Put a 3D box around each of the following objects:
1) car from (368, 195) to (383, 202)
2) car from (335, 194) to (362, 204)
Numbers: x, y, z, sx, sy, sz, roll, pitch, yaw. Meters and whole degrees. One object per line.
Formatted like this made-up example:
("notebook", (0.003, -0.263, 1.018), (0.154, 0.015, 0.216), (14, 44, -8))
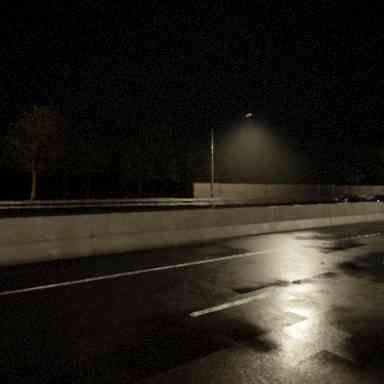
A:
("car", (28.403, 1.241, 50.050), (5.008, 1.535, 1.882), (0, 0, -35))
("car", (24.146, 1.128, 51.324), (4.553, 1.767, 2.097), (0, 0, -35))
